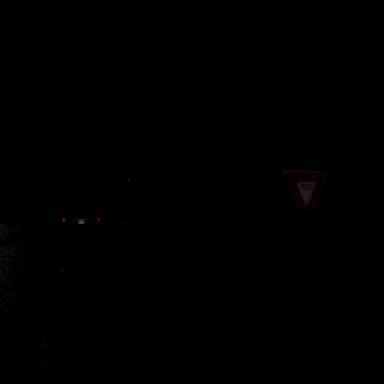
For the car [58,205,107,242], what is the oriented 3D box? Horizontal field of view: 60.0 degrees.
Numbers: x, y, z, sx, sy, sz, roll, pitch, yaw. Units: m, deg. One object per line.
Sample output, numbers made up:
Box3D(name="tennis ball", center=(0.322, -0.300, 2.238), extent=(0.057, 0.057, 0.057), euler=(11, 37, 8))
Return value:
Box3D(name="car", center=(-5.613, 1.442, 17.416), extent=(2.097, 1.767, 4.553), euler=(0, 0, -13))
